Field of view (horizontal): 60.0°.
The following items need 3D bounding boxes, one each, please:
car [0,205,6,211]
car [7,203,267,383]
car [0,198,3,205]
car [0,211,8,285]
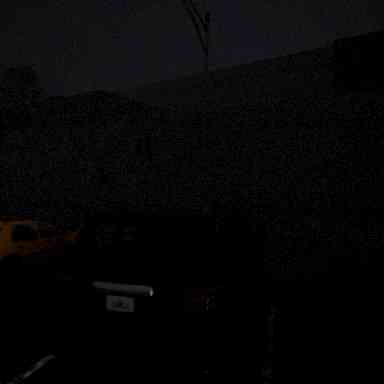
[{"bbox_3d":[-7.359,1.422,10.836,1.946,1.575,5.366,1,-1,16],"label":"car"},{"bbox_3d":[0.018,1.216,5.820,2.435,2.045,5.566,0,-1,16],"label":"car"},{"bbox_3d":[-9.753,1.169,12.734,2.435,2.045,5.566,1,-1,15],"label":"car"},{"bbox_3d":[-4.824,1.438,9.454,1.946,1.575,5.366,0,-1,16],"label":"car"}]
